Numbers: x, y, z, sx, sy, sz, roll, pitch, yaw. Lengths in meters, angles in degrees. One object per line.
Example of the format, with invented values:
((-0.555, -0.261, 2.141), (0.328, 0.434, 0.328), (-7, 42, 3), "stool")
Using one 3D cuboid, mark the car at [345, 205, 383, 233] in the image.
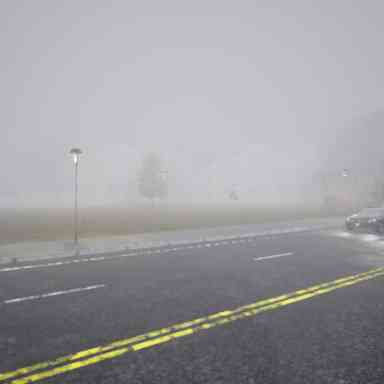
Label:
((11.038, 1.532, 19.823), (4.674, 1.442, 1.812), (0, 0, -37), "car")
